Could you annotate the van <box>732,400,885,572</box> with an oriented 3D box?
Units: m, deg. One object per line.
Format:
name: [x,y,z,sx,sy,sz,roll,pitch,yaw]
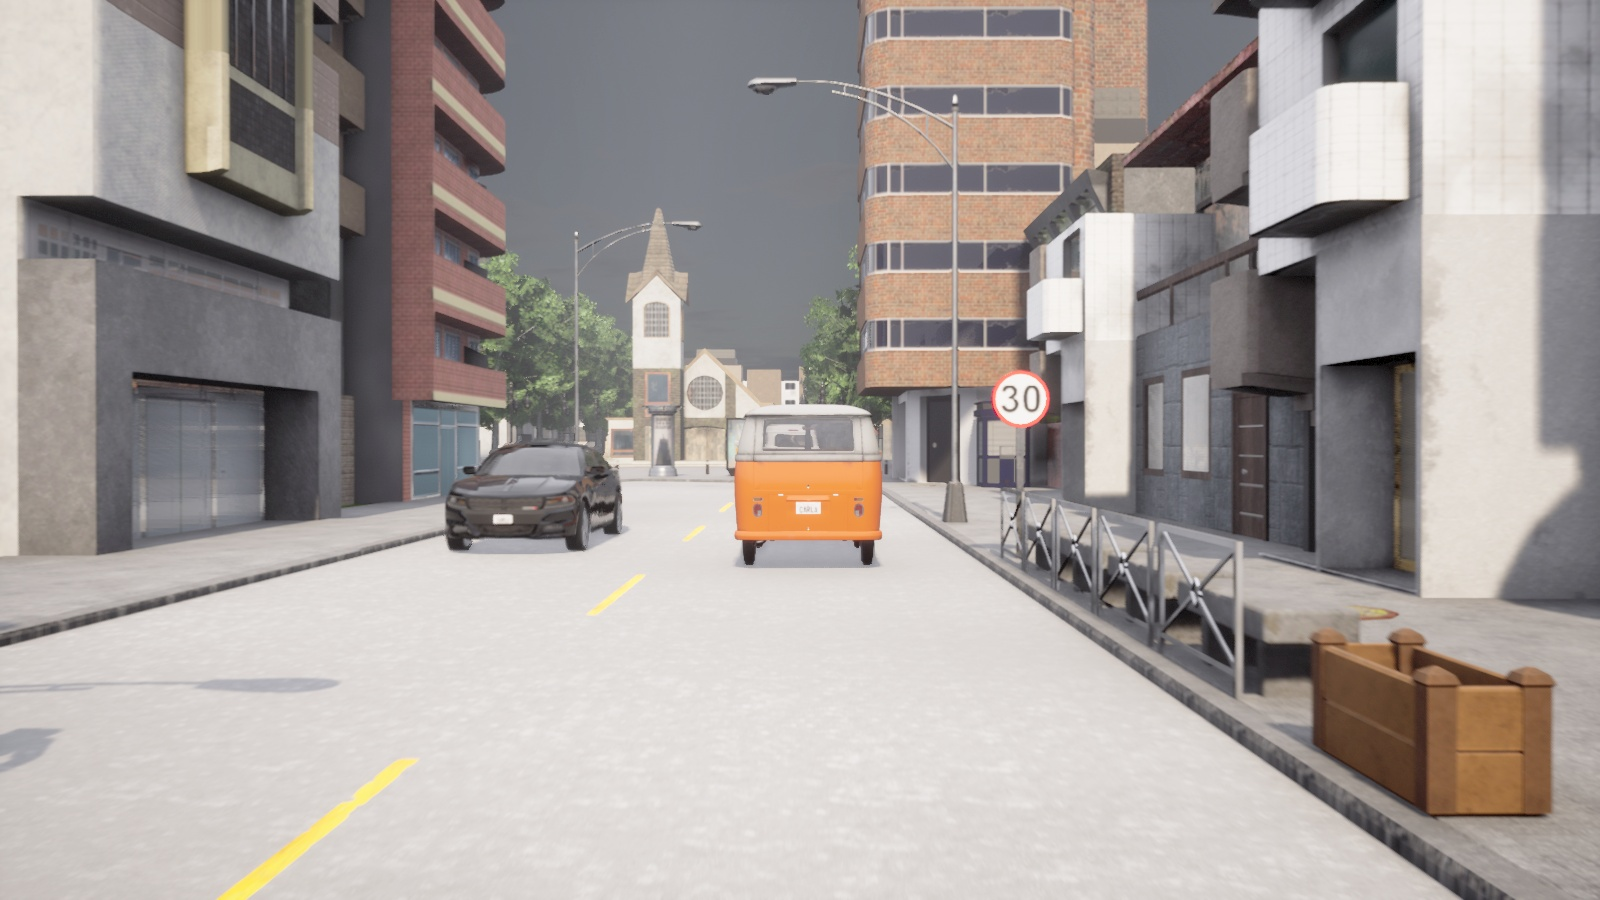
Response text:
van: [0.109,0.405,16.802,1.775,1.987,4.442,0,0,0]

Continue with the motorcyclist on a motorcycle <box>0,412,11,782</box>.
motorcyclist on a motorcycle: [-3.959,0.668,4.498,0.766,1.649,2.350,0,1,0]

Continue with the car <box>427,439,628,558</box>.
car: [-3.879,0.615,18.785,1.882,1.535,5.008,0,0,0]
